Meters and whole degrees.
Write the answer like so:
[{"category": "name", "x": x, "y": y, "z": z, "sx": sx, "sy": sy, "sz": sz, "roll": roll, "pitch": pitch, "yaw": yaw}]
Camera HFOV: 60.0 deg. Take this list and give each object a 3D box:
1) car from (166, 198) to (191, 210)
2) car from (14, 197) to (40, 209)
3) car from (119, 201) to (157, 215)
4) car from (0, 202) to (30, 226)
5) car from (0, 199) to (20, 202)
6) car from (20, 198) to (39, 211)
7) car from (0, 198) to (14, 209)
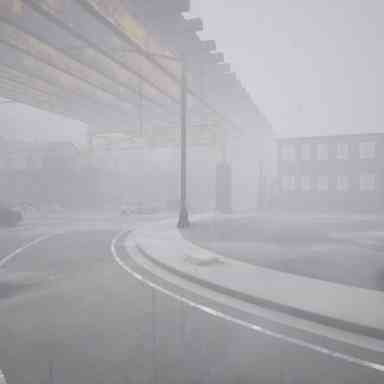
[{"category": "car", "x": -1.669, "y": 1.478, "z": 43.243, "sx": 1.882, "sy": 1.535, "sz": 5.008, "roll": 0, "pitch": 0, "yaw": 21}, {"category": "car", "x": -19.909, "y": 1.295, "z": 40.057, "sx": 1.853, "sy": 1.218, "sz": 4.536, "roll": 0, "pitch": 0, "yaw": -39}, {"category": "car", "x": -5.297, "y": 1.601, "z": 33.604, "sx": 1.895, "sy": 1.301, "sz": 4.718, "roll": 0, "pitch": 0, "yaw": 20}, {"category": "car", "x": -12.589, "y": 1.578, "z": 20.441, "sx": 2.033, "sy": 1.411, "sz": 5.357, "roll": 0, "pitch": 0, "yaw": 3}, {"category": "car", "x": -22.940, "y": 1.452, "z": 37.888, "sx": 4.974, "sy": 1.542, "sz": 2.038, "roll": 0, "pitch": 0, "yaw": -9}, {"category": "car", "x": -19.876, "y": 1.452, "z": 40.017, "sx": 2.038, "sy": 1.542, "sz": 4.974, "roll": 0, "pitch": 0, "yaw": -39}, {"category": "car", "x": -22.991, "y": 1.295, "z": 37.879, "sx": 4.536, "sy": 1.218, "sz": 1.853, "roll": 0, "pitch": 0, "yaw": -9}]
